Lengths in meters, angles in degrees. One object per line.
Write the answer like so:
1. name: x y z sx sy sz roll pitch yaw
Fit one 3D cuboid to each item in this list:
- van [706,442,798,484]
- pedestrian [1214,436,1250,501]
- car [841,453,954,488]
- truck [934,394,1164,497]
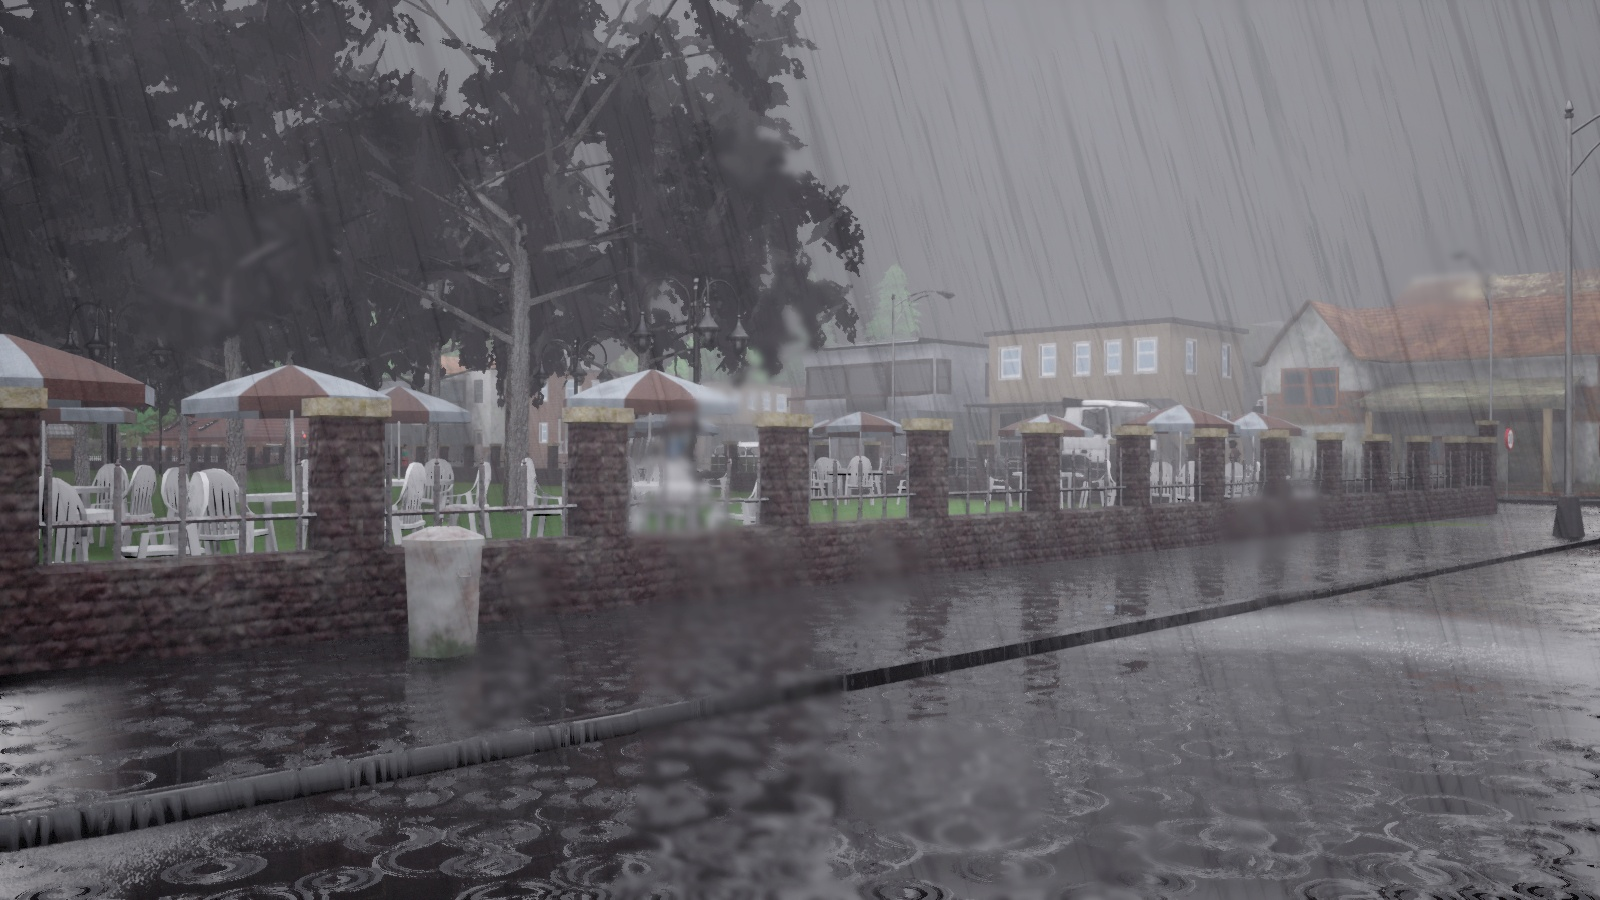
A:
1. van: -2.443 0.621 62.557 4.480 2.038 2.069 0 0 45
2. pedestrian: 12.075 0.519 35.109 0.328 1.805 0.869 0 0 -43
3. car: 4.300 0.871 55.921 4.792 1.488 2.163 0 0 45
4. truck: 8.904 -0.143 45.775 7.936 3.462 2.891 0 0 45
